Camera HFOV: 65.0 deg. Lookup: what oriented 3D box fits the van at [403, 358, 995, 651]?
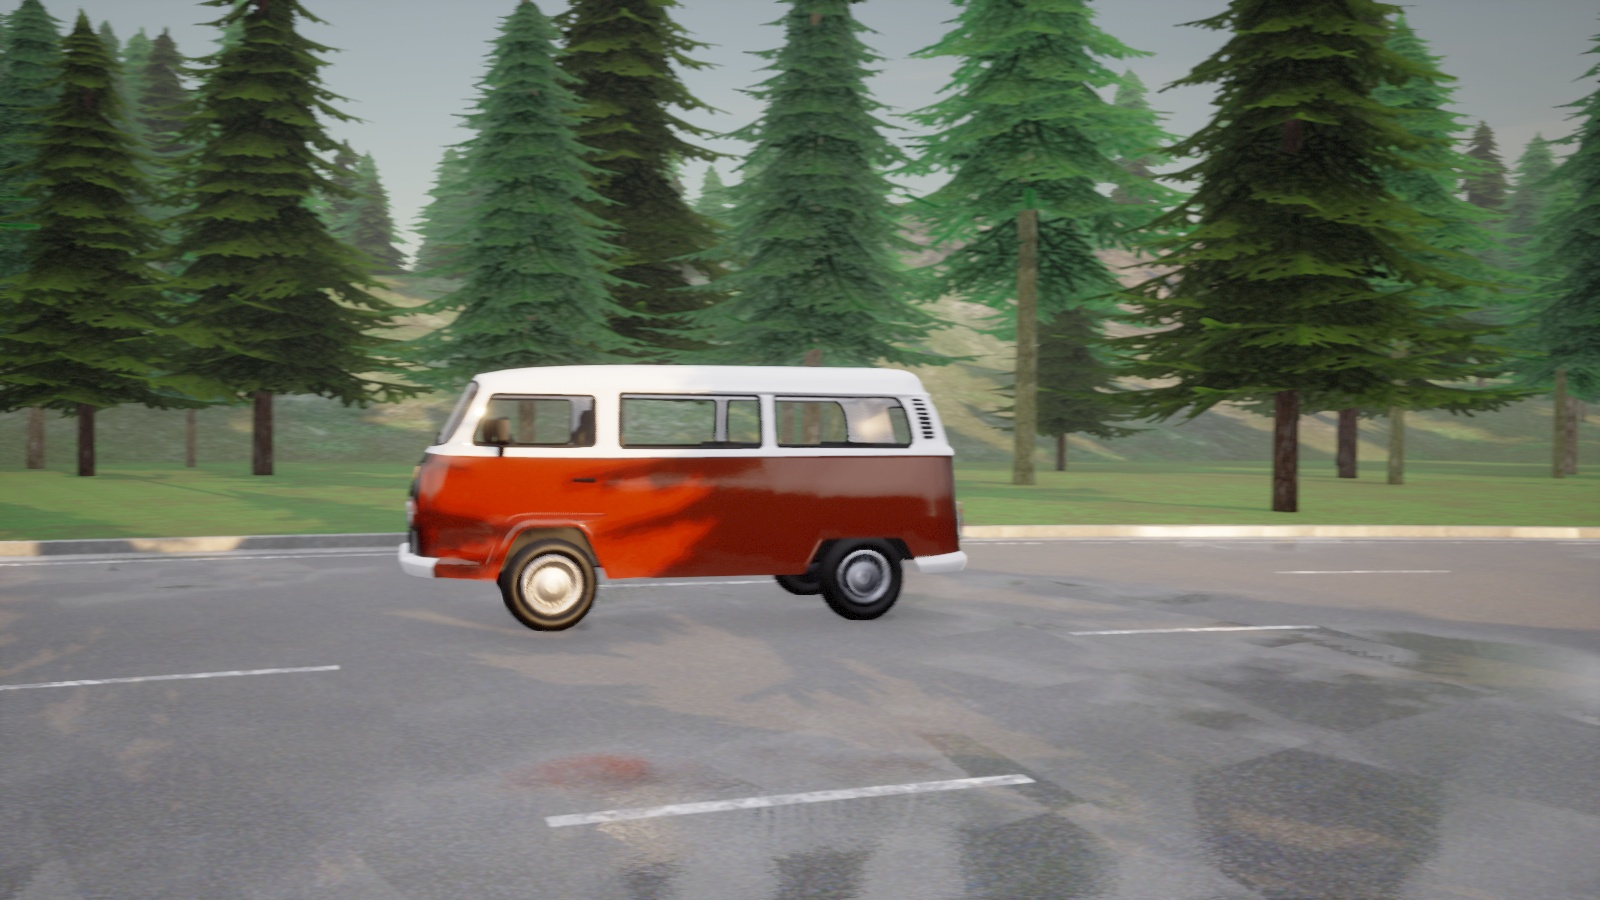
[{"bbox_3d":[-0.900,0.335,10.365,4.480,2.038,2.069,-1,1,-17],"label":"van"}]
